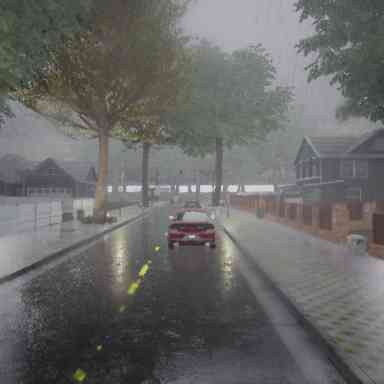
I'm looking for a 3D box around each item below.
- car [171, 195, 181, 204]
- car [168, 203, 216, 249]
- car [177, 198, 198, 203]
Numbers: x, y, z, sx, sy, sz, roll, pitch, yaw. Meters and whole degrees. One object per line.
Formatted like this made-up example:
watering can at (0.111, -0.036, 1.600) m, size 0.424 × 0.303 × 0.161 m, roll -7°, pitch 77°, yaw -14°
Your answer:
car at (-2.750, 1.333, 58.652) m, size 2.128 × 1.511 × 4.902 m, roll 0°, pitch 0°, yaw 0°
car at (0.000, 1.481, 14.650) m, size 1.882 × 1.535 × 5.008 m, roll 0°, pitch 0°, yaw 0°
car at (0.000, 1.541, 29.649) m, size 1.994 × 1.385 × 4.181 m, roll 0°, pitch 0°, yaw 0°
